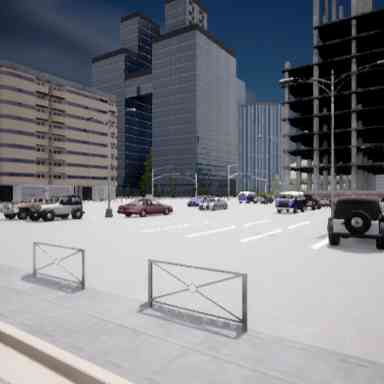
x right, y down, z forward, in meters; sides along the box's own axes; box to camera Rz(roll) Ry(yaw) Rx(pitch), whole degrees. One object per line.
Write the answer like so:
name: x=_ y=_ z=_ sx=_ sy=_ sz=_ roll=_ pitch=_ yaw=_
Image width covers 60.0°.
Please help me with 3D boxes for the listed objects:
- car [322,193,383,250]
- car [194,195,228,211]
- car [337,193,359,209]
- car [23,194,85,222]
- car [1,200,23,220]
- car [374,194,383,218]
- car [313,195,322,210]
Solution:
car: x=6.641 y=1.113 z=13.047 sx=1.905 sy=1.878 sz=3.866 roll=0 pitch=0 yaw=34
car: x=2.376 y=1.357 z=36.960 sx=1.970 sy=1.475 sz=3.806 roll=0 pitch=0 yaw=34
car: x=20.258 y=1.115 z=43.167 sx=1.932 sy=1.855 sz=4.605 roll=0 pitch=0 yaw=34
car: x=-9.642 y=1.116 z=23.999 sx=1.905 sy=1.878 sz=3.866 roll=0 pitch=0 yaw=34
car: x=-12.010 y=1.113 z=25.664 sx=1.932 sy=1.855 sz=4.605 roll=0 pitch=0 yaw=34
car: x=16.429 y=1.112 z=27.578 sx=1.932 sy=1.855 sz=4.605 roll=0 pitch=0 yaw=34
car: x=18.006 y=1.326 z=44.627 sx=1.784 sy=1.438 sz=3.905 roll=0 pitch=0 yaw=34
